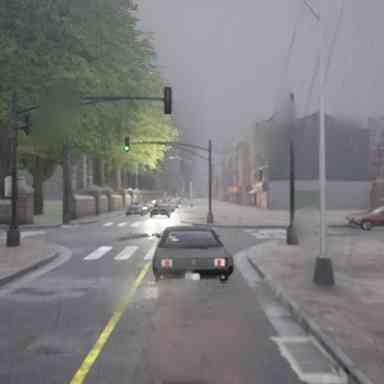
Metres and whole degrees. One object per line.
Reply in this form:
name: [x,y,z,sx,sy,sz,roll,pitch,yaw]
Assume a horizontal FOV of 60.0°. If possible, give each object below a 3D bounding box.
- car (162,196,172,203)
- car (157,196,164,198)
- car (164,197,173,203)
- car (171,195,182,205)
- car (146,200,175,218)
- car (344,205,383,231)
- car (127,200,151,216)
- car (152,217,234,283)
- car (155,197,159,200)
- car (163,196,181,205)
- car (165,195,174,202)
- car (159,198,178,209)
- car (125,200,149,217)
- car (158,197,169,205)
car: [-5.867,1.848,78.606,1.967,1.590,4.097,1,0,0]
car: [-5.689,1.835,56.806,1.802,1.307,4.206,1,0,0]
car: [-5.913,1.977,83.886,1.752,1.417,4.829,1,0,0]
car: [-3.150,1.851,67.622,1.812,1.442,4.674,0,-1,-1]
car: [-2.959,1.726,32.069,1.895,1.301,4.718,0,0,0]
car: [11.634,1.528,19.990,4.674,1.442,1.812,-1,-2,1]
car: [-5.560,1.665,35.295,1.752,1.417,4.829,1,0,0]
car: [-0.115,1.634,9.727,1.895,1.301,4.718,0,0,-4]
car: [-5.552,1.715,40.456,2.008,1.369,4.403,1,0,0]
car: [-3.109,1.745,51.001,1.812,1.442,4.674,0,0,0]
car: [-5.956,1.815,89.508,2.192,1.841,5.009,1,0,0]
car: [-3.041,1.769,41.281,1.895,1.301,4.718,0,0,0]
car: [-5.520,1.681,33.321,2.008,1.369,4.403,1,0,0]
car: [-5.776,1.766,67.707,1.967,1.590,4.097,1,0,0]
